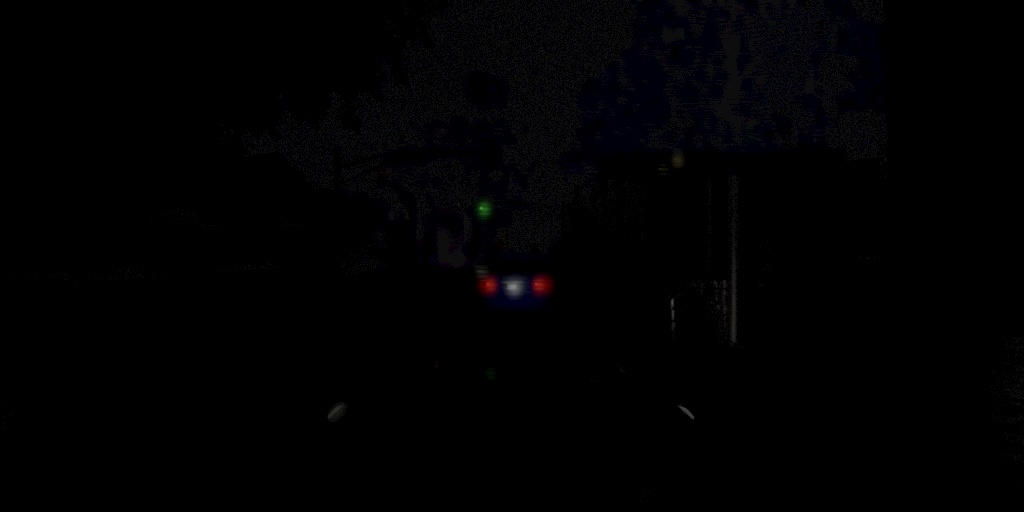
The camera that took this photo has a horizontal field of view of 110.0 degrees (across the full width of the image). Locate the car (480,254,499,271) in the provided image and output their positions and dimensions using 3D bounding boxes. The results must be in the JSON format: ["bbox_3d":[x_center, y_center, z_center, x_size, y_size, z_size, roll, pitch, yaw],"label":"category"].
[{"bbox_3d":[-2.837,0.730,46.137,2.150,2.045,5.566,0,1,0],"label":"car"}]

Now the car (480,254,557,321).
[{"bbox_3d":[0.394,0.979,12.777,2.150,2.045,5.566,-1,0,7],"label":"car"}]

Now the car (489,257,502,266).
[{"bbox_3d":[-2.790,0.937,61.659,1.895,1.301,4.718,0,1,1],"label":"car"}]
